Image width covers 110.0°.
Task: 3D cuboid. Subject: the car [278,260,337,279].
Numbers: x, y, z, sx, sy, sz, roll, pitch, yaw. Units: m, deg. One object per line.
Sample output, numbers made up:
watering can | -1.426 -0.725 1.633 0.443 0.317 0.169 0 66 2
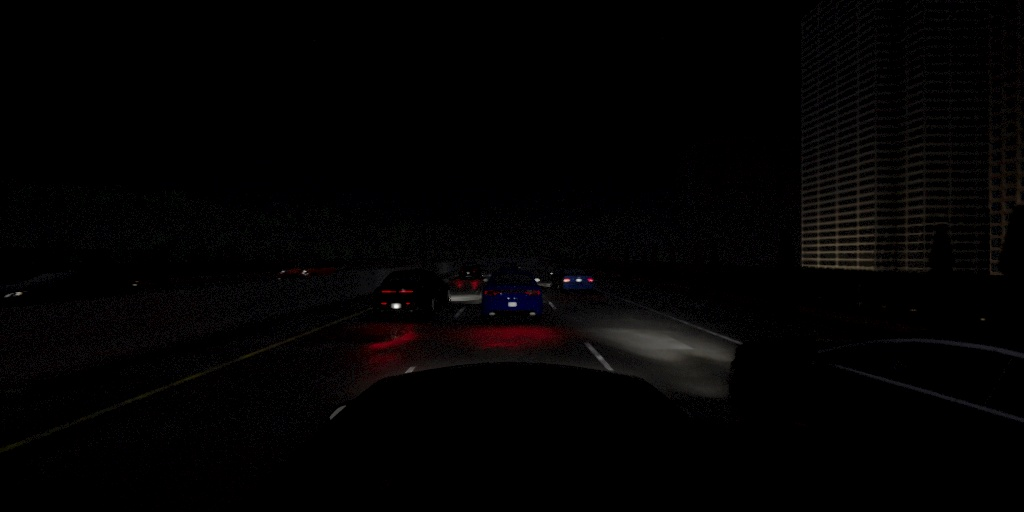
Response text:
car | -14.358 1.103 25.435 2.097 1.767 4.553 0 0 -1

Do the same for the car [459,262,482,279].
car | -3.776 1.265 32.935 1.812 1.442 4.674 0 0 -1

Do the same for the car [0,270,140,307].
car | -17.711 1.284 14.297 1.812 1.442 4.674 0 0 -1

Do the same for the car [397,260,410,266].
car | -18.230 1.346 61.646 1.895 1.301 4.718 0 0 -1

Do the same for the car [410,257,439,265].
car | -11.084 1.217 45.975 1.882 1.535 5.008 0 0 0

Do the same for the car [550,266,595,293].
car | 3.393 1.286 20.861 2.033 1.411 5.357 0 0 -1

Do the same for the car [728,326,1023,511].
car | 3.574 1.238 2.442 2.128 1.511 4.902 0 0 0

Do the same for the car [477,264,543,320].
car | -0.011 1.223 12.686 1.882 1.535 5.008 0 0 -1

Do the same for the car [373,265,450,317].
car | -3.518 1.253 13.235 1.837 1.490 4.892 0 0 -1
